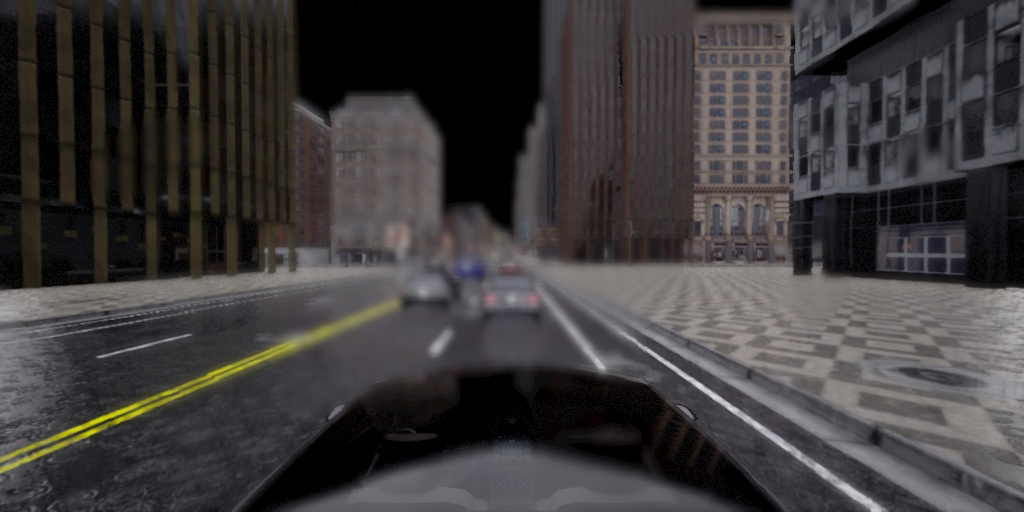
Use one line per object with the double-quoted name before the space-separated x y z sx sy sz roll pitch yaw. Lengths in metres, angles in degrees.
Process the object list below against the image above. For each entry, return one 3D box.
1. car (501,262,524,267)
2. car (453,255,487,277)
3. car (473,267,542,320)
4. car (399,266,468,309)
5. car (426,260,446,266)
"car" 0.039 1.232 30.913 1.882 1.535 5.008 0 0 0
"car" -3.230 0.975 28.569 2.150 2.045 5.566 0 0 1
"car" 0.019 1.291 12.538 2.033 1.411 5.357 0 0 0
"car" -3.208 1.308 15.035 1.994 1.385 4.181 0 0 0
"car" -9.827 1.250 46.355 1.882 1.535 5.008 0 0 0
